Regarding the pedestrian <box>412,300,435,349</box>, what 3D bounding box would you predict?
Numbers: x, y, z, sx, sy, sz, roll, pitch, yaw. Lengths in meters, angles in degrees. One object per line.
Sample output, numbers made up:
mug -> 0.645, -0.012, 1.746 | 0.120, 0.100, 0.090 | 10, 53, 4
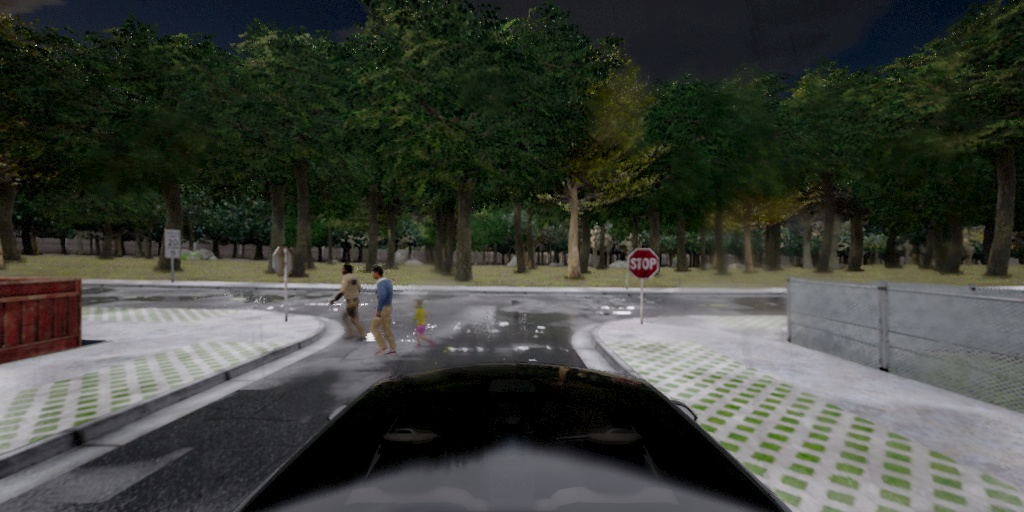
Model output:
pedestrian -> -1.969, 1.457, 7.804 | 0.500, 1.100, 0.500 | -1, 1, 0

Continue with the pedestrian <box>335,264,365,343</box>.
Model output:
pedestrian -> -3.784, 1.080, 8.393 | 0.375, 1.860, 0.375 | -1, 1, 0

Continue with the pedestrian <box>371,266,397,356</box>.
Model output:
pedestrian -> -2.604, 1.074, 7.197 | 0.375, 1.860, 0.375 | -1, 1, 0
